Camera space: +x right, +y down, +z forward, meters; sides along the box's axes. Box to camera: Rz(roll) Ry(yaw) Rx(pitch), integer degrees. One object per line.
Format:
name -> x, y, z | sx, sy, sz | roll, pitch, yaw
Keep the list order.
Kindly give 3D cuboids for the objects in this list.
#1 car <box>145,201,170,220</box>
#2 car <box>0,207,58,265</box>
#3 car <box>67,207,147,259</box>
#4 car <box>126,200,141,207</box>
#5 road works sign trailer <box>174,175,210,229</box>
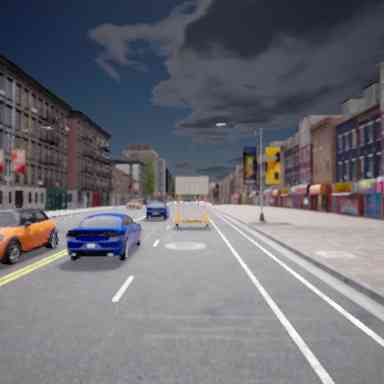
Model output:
car -> -3.146, 1.722, 31.272 | 1.882, 1.535, 5.008 | 0, -1, 0
car -> -6.597, 1.411, 11.847 | 2.097, 1.767, 4.553 | 0, 0, 0
car -> -3.150, 1.542, 12.841 | 1.882, 1.535, 5.008 | 0, 0, 0
car -> -9.789, 2.068, 56.380 | 2.097, 1.767, 4.553 | 0, -1, 0
road works sign trailer -> 0.004, 0.607, 22.743 | 2.380, 3.560, 2.880 | 0, -1, 0
